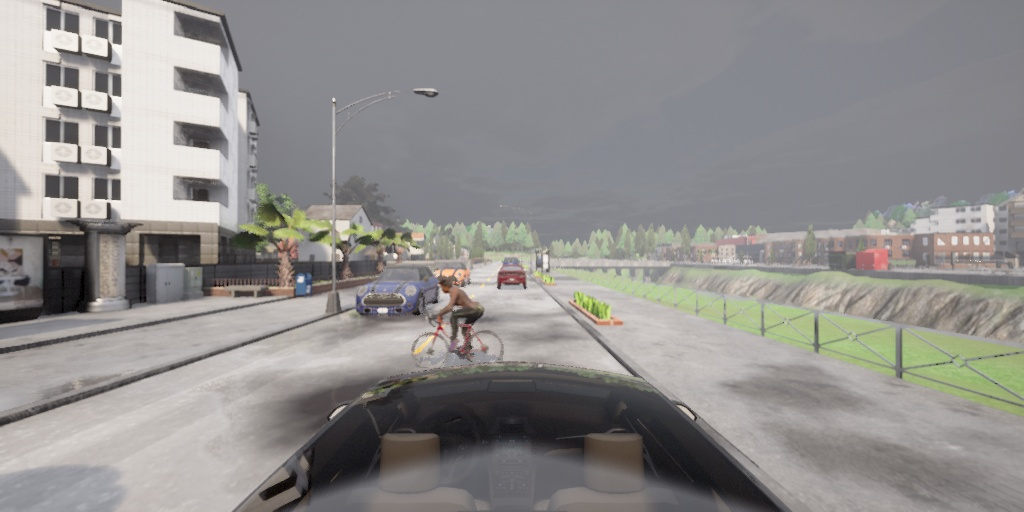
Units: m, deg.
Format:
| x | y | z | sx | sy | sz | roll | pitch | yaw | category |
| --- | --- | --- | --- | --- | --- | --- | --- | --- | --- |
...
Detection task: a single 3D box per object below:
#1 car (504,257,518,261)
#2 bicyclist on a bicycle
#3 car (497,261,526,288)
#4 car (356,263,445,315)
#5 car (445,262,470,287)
| x | y | z | sx | sy | sz | roll | pitch | yaw | category |
| --- | --- | --- | --- | --- | --- | --- | --- | --- | --- |
| -0.117 | 1.181 | 44.502 | 2.150 | 2.045 | 5.566 | 0 | 0 | 0 | car |
| -0.987 | 1.222 | 6.405 | 1.656 | 1.620 | 0.582 | -2 | 0 | 0 | bicyclist on a bicycle |
| -0.012 | 1.341 | 24.979 | 1.882 | 1.535 | 5.008 | 0 | 0 | 0 | car |
| -4.151 | 1.160 | 13.728 | 2.097 | 1.767 | 4.553 | 0 | 0 | 0 | car |
| -4.191 | 1.216 | 25.279 | 2.097 | 1.767 | 4.553 | 0 | 0 | 0 | car |
